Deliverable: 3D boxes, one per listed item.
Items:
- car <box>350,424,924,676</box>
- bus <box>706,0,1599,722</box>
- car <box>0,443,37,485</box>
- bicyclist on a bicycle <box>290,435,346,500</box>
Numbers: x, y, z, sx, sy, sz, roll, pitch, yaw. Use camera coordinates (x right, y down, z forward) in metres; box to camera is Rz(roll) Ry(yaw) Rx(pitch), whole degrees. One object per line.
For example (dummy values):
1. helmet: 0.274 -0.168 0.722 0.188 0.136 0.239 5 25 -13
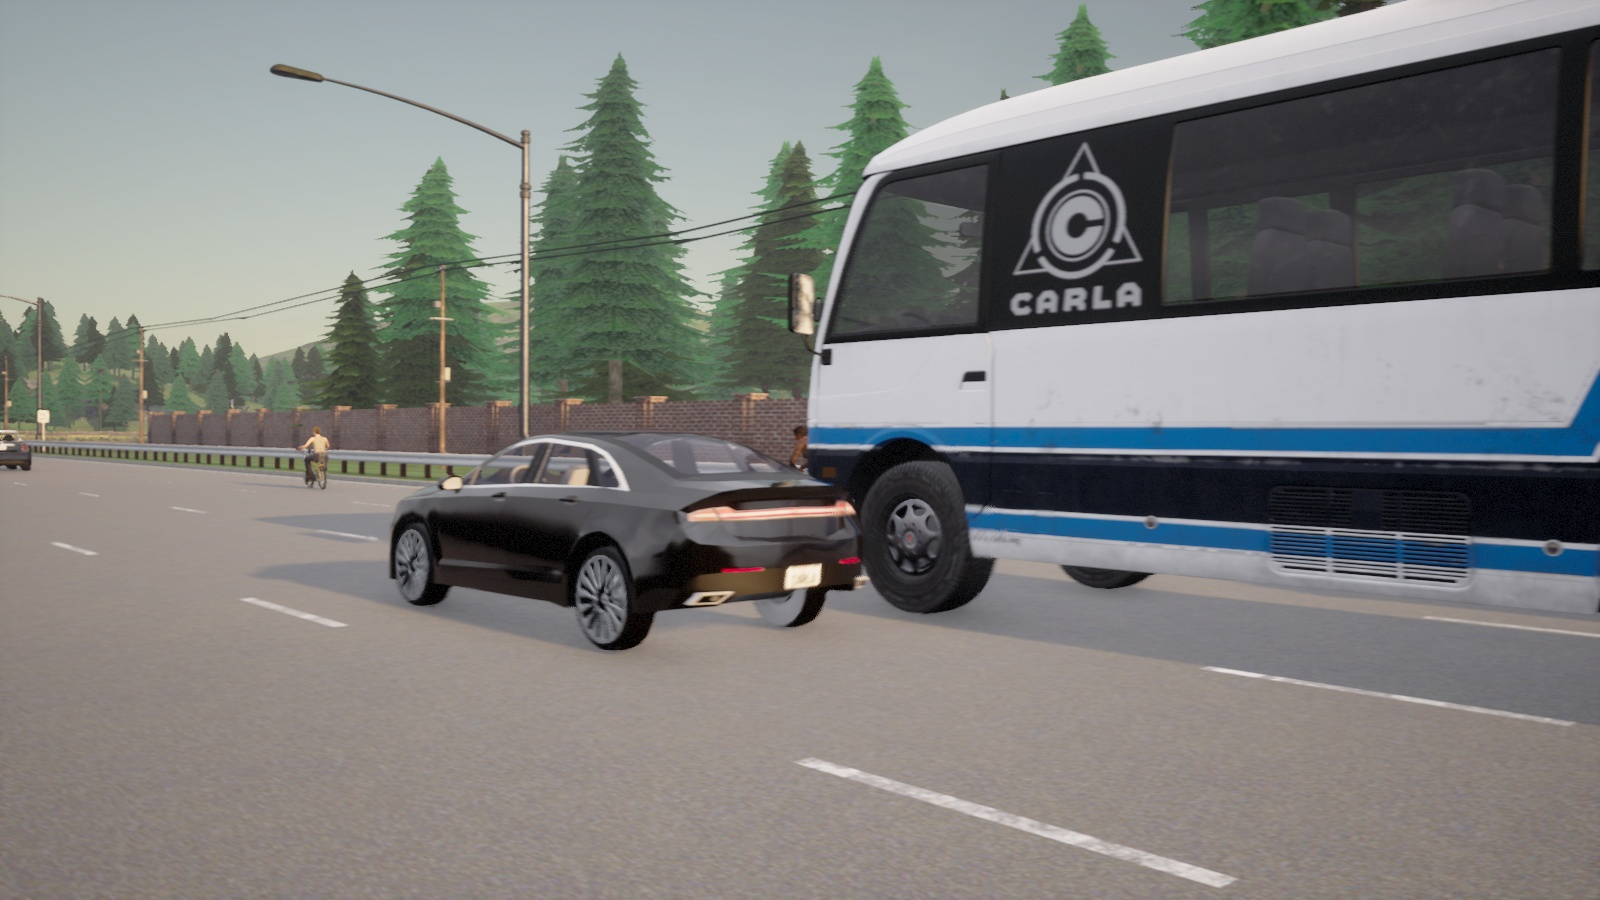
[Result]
1. car: -1.558 0.587 10.084 2.128 1.511 4.902 -1 1 -42
2. bus: 4.080 -0.801 9.058 3.944 4.253 10.273 -1 1 -42
3. car: -29.501 0.507 45.965 1.970 1.475 3.806 -1 1 -42
4. bicyclist on a bicycle: -12.373 0.436 32.212 0.866 1.612 1.509 -2 1 -40
